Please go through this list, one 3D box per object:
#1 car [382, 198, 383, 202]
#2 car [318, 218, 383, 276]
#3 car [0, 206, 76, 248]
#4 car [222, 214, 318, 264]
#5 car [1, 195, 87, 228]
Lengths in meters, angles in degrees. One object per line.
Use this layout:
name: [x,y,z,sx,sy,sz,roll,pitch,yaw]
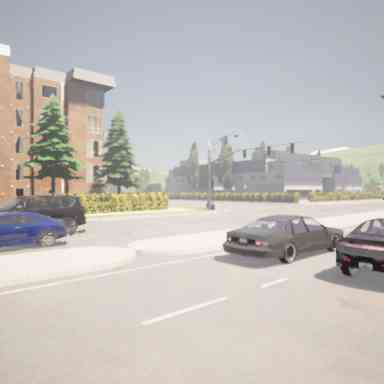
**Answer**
car: [38.743,1.301,64.796,4.718,1.301,1.895,0,0,-42]
car: [5.727,1.449,9.097,4.902,1.511,2.128,0,0,-41]
car: [-7.318,1.509,13.037,4.674,1.442,1.812,0,0,-42]
car: [3.426,1.504,11.736,5.357,1.411,2.033,0,0,-41]
car: [-8.210,1.197,16.935,5.566,2.045,2.150,0,0,-42]
